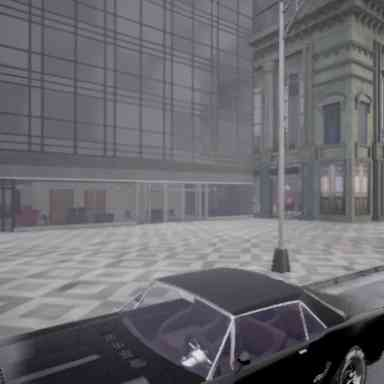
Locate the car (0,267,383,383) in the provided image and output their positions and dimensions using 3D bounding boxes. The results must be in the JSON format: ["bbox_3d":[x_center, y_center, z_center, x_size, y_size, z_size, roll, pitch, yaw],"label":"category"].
[{"bbox_3d":[0.058,1.606,3.417,4.718,1.301,1.895,0,0,-36],"label":"car"}]
